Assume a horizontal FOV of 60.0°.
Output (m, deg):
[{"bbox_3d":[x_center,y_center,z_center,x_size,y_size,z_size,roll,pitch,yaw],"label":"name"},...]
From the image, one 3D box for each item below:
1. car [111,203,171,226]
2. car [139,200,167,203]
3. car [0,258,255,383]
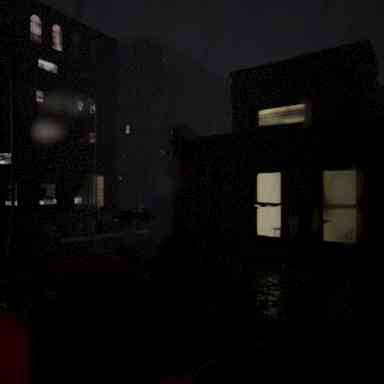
[{"bbox_3d":[-3.890,1.705,24.398,2.008,1.369,4.403,-1,-2,35],"label":"car"},{"bbox_3d":[-4.462,1.841,33.653,1.994,1.385,4.181,0,-1,35],"label":"car"},{"bbox_3d":[-1.469,1.509,4.091,4.507,1.381,1.887,1,0,36],"label":"car"}]
